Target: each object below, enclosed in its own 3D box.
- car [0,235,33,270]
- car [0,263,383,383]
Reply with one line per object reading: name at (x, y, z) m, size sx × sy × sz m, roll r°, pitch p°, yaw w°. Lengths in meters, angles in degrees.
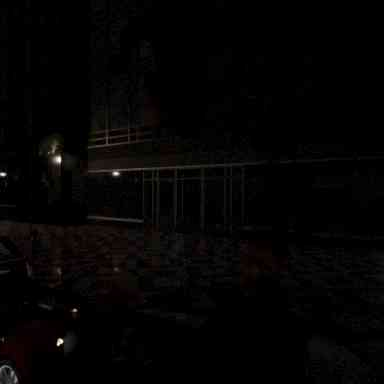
car at (-4.770, 1.440, 6.346) m, size 4.097 × 1.590 × 1.967 m, roll 0°, pitch 0°, yaw 35°
car at (-0.176, 1.582, 3.081) m, size 4.206 × 1.307 × 1.802 m, roll 0°, pitch 0°, yaw 35°
